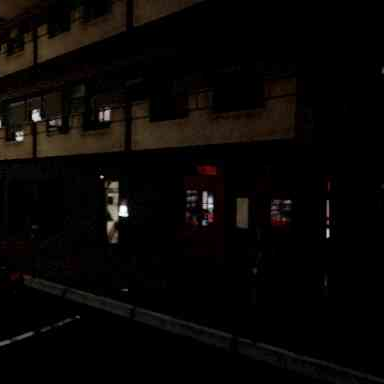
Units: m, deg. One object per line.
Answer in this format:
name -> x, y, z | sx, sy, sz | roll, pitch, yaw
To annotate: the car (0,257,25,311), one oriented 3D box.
car -> -4.783, 1.530, 6.272 | 4.206, 1.307, 1.802 | 0, 1, 35
